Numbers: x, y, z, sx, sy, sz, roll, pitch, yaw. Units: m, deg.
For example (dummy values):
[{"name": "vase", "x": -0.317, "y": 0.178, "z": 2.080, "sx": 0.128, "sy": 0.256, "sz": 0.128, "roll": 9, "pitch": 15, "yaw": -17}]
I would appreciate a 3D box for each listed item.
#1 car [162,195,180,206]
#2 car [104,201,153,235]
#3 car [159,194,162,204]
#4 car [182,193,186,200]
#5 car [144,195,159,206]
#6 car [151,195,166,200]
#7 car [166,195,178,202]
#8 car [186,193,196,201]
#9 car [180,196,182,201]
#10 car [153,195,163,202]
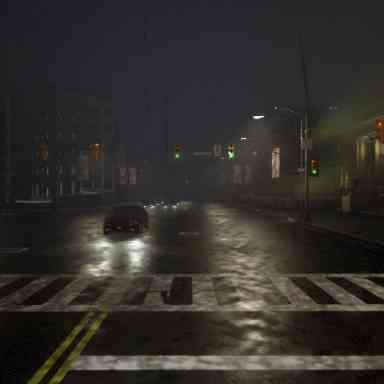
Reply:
[{"name": "car", "x": -3.545, "y": 1.523, "z": 56.115, "sx": 1.837, "sy": 1.490, "sz": 4.892, "roll": 0, "pitch": 0, "yaw": 0}, {"name": "car", "x": -3.580, "y": 1.484, "z": 18.870, "sx": 1.882, "sy": 1.535, "sz": 5.008, "roll": 0, "pitch": 0, "yaw": 0}, {"name": "car", "x": -7.034, "y": 1.568, "z": 65.193, "sx": 2.033, "sy": 1.411, "sz": 5.357, "roll": 0, "pitch": 0, "yaw": 0}, {"name": "car", "x": -4.135, "y": 1.580, "z": 86.134, "sx": 1.994, "sy": 1.385, "sz": 4.181, "roll": 0, "pitch": 0, "yaw": -29}, {"name": "car", "x": -7.043, "y": 1.544, "z": 55.689, "sx": 1.812, "sy": 1.442, "sz": 4.674, "roll": 0, "pitch": 0, "yaw": 0}, {"name": "car", "x": -9.522, "y": 1.480, "z": 94.476, "sx": 1.837, "sy": 1.490, "sz": 4.892, "roll": 0, "pitch": 0, "yaw": -43}, {"name": "car", "x": -4.786, "y": 1.503, "z": 77.914, "sx": 1.882, "sy": 1.535, "sz": 5.008, "roll": 0, "pitch": 0, "yaw": -14}, {"name": "car", "x": -1.099, "y": 1.253, "z": 87.861, "sx": 2.150, "sy": 2.045, "sz": 5.566, "roll": 0, "pitch": 0, "yaw": -29}, {"name": "car", "x": -3.535, "y": 1.527, "z": 66.701, "sx": 1.837, "sy": 1.490, "sz": 4.892, "roll": 0, "pitch": 0, "yaw": 1}, {"name": "car", "x": -7.727, "y": 1.524, "z": 75.224, "sx": 1.837, "sy": 1.490, "sz": 4.892, "roll": 0, "pitch": 0, "yaw": -10}]
